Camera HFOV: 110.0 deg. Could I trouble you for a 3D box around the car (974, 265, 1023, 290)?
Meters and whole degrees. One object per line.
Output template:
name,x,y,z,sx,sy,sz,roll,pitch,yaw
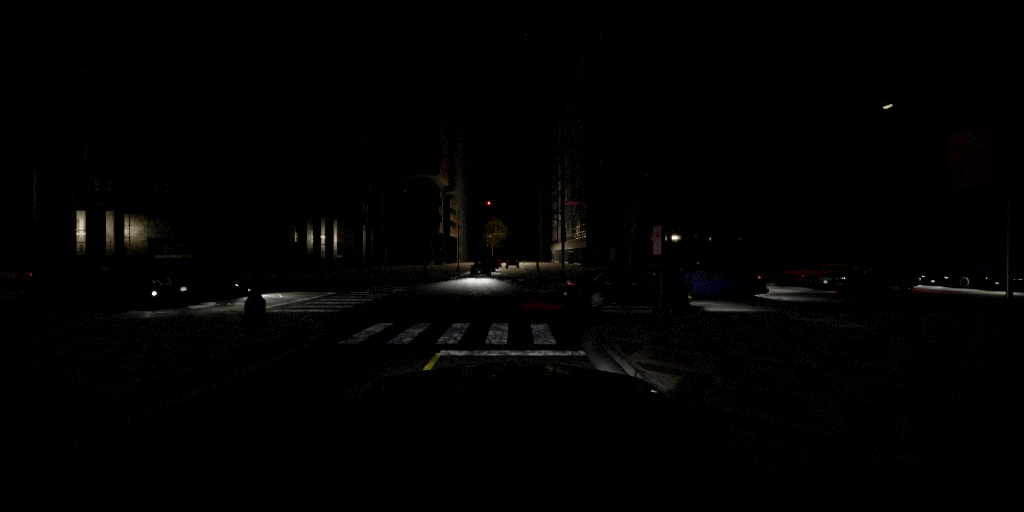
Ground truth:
car,30.765,1.309,21.010,4.674,1.442,1.812,0,0,0

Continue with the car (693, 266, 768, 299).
car,9.421,1.310,17.663,5.357,1.411,2.033,0,0,0

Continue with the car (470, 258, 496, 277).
car,-3.080,1.239,36.082,2.128,1.511,4.902,0,0,0

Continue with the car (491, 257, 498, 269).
car,-3.096,1.252,46.038,1.837,1.490,4.892,0,0,0

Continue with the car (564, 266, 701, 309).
car,4.575,1.263,14.432,4.892,1.490,1.837,0,0,0

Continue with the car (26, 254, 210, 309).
car,-16.002,0.965,14.546,5.566,2.045,2.150,0,0,2

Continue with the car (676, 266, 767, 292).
car,12.187,1.323,21.098,4.181,1.385,1.994,0,0,0

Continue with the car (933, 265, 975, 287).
car,31.165,1.325,24.258,5.357,1.411,2.033,0,0,1

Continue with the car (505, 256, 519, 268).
car,0.082,0.965,60.323,2.150,2.045,5.566,0,0,0

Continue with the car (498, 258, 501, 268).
car,-3.106,1.311,56.022,1.994,1.385,4.181,0,0,0

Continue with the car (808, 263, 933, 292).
car,20.883,1.261,21.060,4.902,1.511,2.128,0,0,0

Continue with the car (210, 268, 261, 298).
car,-15.625,1.286,17.769,5.357,1.411,2.033,0,0,0

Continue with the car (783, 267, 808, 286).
car,21.233,1.241,24.307,5.008,1.535,1.882,0,0,0
